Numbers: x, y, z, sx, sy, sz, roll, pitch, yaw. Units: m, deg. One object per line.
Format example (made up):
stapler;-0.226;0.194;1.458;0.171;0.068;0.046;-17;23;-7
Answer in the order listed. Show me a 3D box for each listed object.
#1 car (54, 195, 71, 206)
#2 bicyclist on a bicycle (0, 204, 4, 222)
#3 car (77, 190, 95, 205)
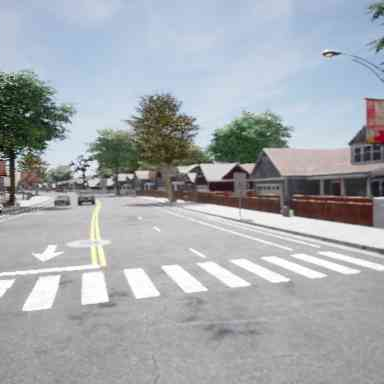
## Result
car;-18.289;1.150;47.015;1.812;1.442;4.674;-1;1;-15
bicyclist on a bicycle;-13.132;1.330;22.478;0.866;1.612;1.509;-1;1;-18
car;-15.162;0.783;47.875;2.150;2.045;5.566;-1;1;-15
